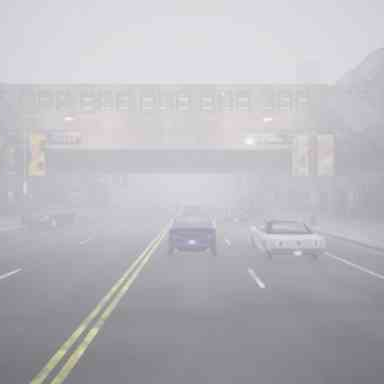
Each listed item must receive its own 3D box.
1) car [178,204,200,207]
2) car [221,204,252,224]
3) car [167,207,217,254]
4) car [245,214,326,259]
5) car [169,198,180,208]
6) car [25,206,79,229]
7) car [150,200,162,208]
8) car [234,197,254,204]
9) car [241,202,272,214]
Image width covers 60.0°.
[{"bbox_3d":[0.031,1.836,28.471,1.837,1.490,4.892,0,0,1],"label":"car"},{"bbox_3d":[3.525,1.927,28.218,1.895,1.301,4.718,0,-1,1],"label":"car"},{"bbox_3d":[0.028,1.642,14.227,1.882,1.535,5.008,0,0,1],"label":"car"},{"bbox_3d":[3.515,1.755,13.214,1.895,1.301,4.718,0,-1,0],"label":"car"},{"bbox_3d":[-3.403,2.284,64.028,2.033,1.411,5.357,0,-1,1],"label":"car"},{"bbox_3d":[-10.007,1.760,24.199,2.231,1.521,4.892,0,-1,10],"label":"car"},{"bbox_3d":[-6.900,2.282,63.950,2.033,1.411,5.357,0,-1,0],"label":"car"},{"bbox_3d":[6.676,1.722,42.827,2.435,2.045,5.566,0,-1,0],"label":"car"},{"bbox_3d":[6.723,2.003,35.427,1.895,1.301,4.718,0,-1,0],"label":"car"}]
